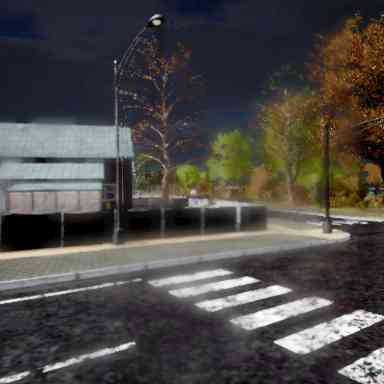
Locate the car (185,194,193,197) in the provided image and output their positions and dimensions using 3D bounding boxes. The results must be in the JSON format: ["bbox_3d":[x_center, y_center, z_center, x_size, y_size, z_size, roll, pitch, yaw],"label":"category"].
[{"bbox_3d":[-0.238,1.172,71.804,2.128,1.511,4.902,-1,1,-15],"label":"car"}]

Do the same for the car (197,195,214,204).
[{"bbox_3d":[2.457,1.369,61.890,1.837,1.490,4.892,-1,1,-16],"label":"car"}]

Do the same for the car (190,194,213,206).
[{"bbox_3d":[1.620,1.482,53.708,1.812,1.442,4.674,-1,1,-15],"label":"car"}]

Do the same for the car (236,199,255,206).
[{"bbox_3d":[5.974,1.569,37.137,1.812,1.442,4.674,-1,1,-15],"label":"car"}]
